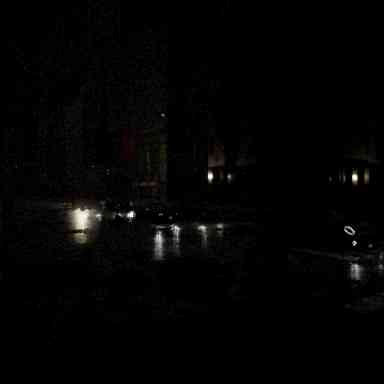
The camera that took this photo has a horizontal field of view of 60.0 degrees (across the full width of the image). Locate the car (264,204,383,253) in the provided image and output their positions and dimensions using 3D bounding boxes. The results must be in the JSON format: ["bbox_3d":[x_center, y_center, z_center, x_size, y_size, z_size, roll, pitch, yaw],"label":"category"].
[{"bbox_3d":[5.330,1.403,14.151,2.097,1.767,4.553,0,0,-35],"label":"car"}]

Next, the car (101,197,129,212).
[{"bbox_3d":[-8.850,1.405,39.925,2.097,1.767,4.553,0,0,-35],"label":"car"}]

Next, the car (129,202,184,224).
[{"bbox_3d":[-2.871,1.569,25.786,1.812,1.442,4.674,0,0,-35],"label":"car"}]

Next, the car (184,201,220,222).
[{"bbox_3d":[0.196,1.528,27.072,1.882,1.535,5.008,0,0,-35],"label":"car"}]

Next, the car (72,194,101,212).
[{"bbox_3d":[-12.542,1.260,39.526,2.150,2.045,5.566,0,1,-35],"label":"car"}]
